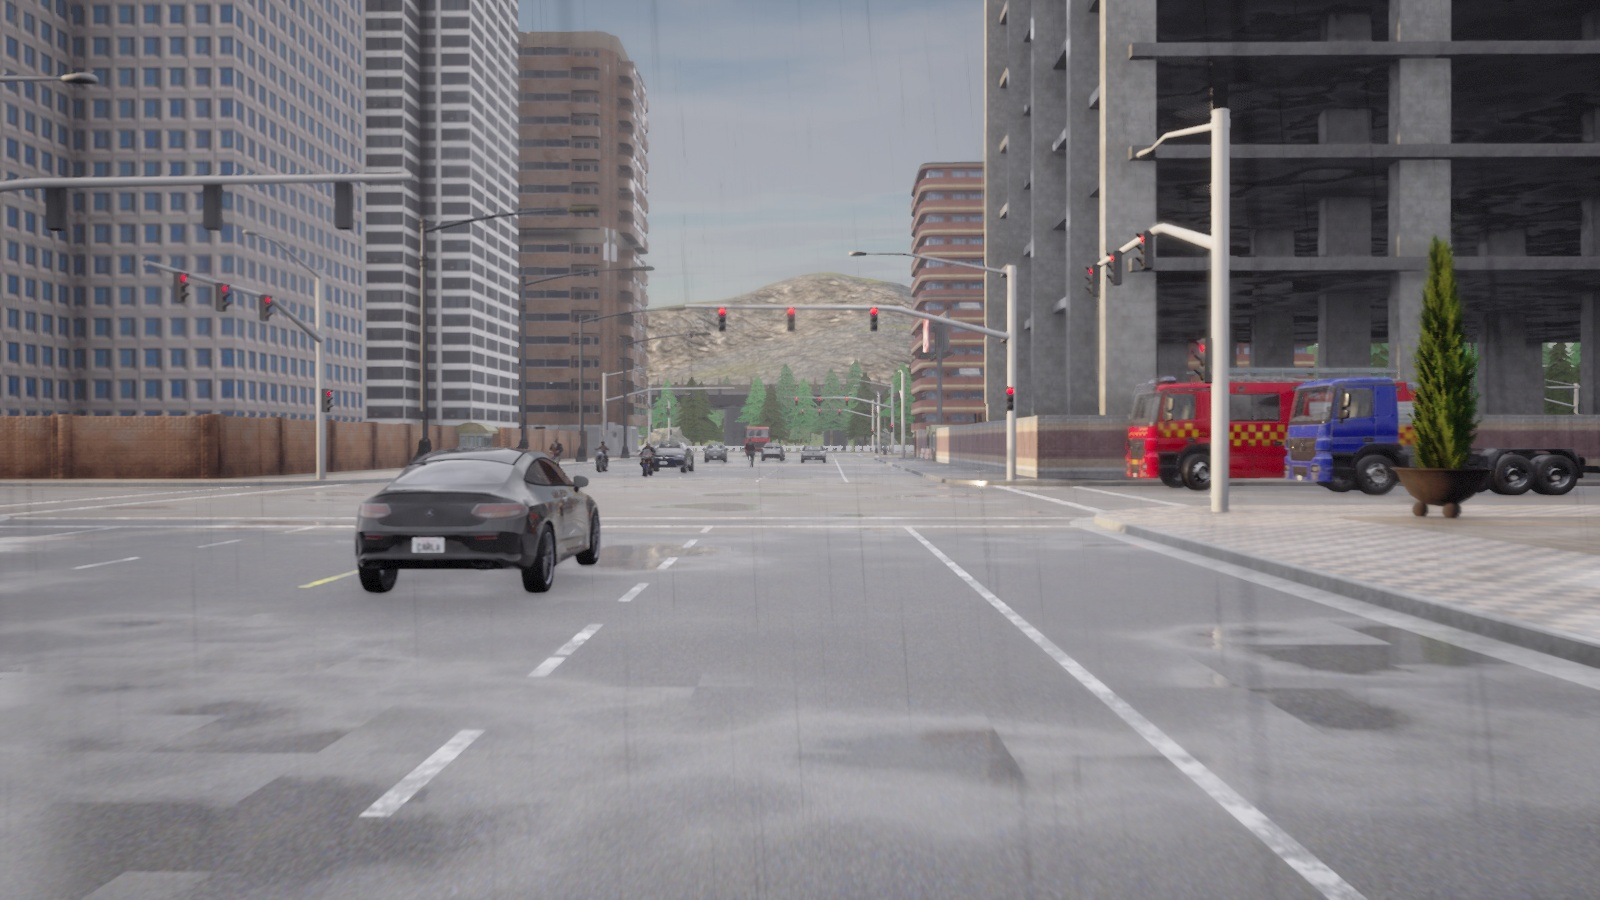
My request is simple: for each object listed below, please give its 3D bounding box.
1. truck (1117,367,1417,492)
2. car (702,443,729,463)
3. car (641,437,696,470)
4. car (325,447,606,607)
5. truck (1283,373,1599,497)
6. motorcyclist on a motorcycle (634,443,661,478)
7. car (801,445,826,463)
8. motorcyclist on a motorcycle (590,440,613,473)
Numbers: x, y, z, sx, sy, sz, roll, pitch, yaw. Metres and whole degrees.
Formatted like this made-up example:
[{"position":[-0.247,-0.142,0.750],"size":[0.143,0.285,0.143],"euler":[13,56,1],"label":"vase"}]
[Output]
[{"position":[14.659,-0.631,39.895],"size":[8.468,3.827,2.891],"euler":[0,0,1],"label":"truck"},{"position":[-6.333,0.225,94.239],"size":[1.845,1.501,3.633],"euler":[0,0,-2],"label":"car"},{"position":[-6.641,0.160,63.872],"size":[2.152,1.651,5.027],"euler":[0,0,1],"label":"car"},{"position":[-3.405,0.692,13.754],"size":[1.812,1.442,4.674],"euler":[0,0,0],"label":"car"},{"position":[18.498,-0.425,36.353],"size":[7.936,3.462,2.891],"euler":[0,0,1],"label":"truck"},{"position":[-6.805,0.460,56.159],"size":[0.866,1.530,2.191],"euler":[0,0,1],"label":"motorcyclist on a motorcycle"},{"position":[1.029,0.316,94.489],"size":[1.895,1.301,4.718],"euler":[0,0,1],"label":"car"},{"position":[-10.137,0.328,64.122],"size":[0.766,1.649,2.350],"euler":[0,1,1],"label":"motorcyclist on a motorcycle"}]
